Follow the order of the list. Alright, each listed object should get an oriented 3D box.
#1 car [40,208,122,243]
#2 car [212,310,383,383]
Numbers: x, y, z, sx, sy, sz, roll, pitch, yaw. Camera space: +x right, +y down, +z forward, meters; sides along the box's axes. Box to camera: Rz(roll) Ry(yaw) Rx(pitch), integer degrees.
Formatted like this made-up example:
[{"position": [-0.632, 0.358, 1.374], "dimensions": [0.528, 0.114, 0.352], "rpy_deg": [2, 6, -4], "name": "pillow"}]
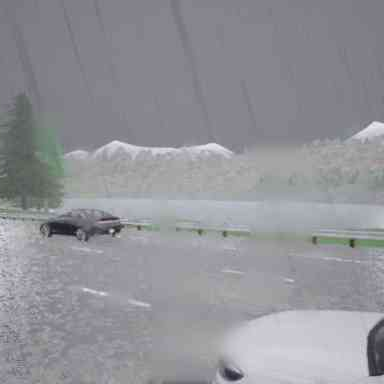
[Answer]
[{"position": [-5.643, 1.574, 16.615], "dimensions": [4.902, 1.511, 2.128], "rpy_deg": [0, 0, 35], "name": "car"}, {"position": [2.355, 1.522, 2.301], "dimensions": [4.674, 1.442, 1.812], "rpy_deg": [0, 0, 36], "name": "car"}]
